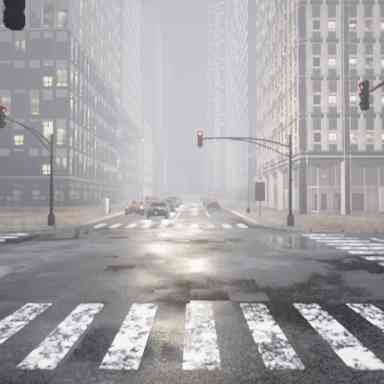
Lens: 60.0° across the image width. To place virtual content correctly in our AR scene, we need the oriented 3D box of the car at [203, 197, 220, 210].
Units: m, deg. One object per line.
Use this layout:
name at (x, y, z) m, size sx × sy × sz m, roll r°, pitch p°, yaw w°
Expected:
car at (2.855, 1.670, 44.915) m, size 1.802 × 1.307 × 4.206 m, roll 1°, pitch 0°, yaw 0°

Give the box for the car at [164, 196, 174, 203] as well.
car at (-5.411, 1.705, 78.333) m, size 2.008 × 1.369 × 4.403 m, roll 1°, pitch 0°, yaw 0°

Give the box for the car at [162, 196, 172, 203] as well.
car at (-5.430, 1.688, 72.757) m, size 1.887 × 1.381 × 4.507 m, roll 1°, pitch 0°, yaw 0°

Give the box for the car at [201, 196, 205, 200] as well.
car at (2.895, 1.636, 56.241) m, size 1.752 × 1.417 × 4.829 m, roll 1°, pitch 0°, yaw 0°

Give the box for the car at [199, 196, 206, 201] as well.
car at (3.026, 1.734, 95.111) m, size 1.887 × 1.381 × 4.507 m, roll 1°, pitch 0°, yaw 0°

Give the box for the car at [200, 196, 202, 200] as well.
car at (2.913, 1.687, 61.648) m, size 1.947 × 1.339 × 4.313 m, roll 1°, pitch 0°, yaw 0°

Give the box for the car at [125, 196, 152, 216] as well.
car at (-5.560, 1.506, 33.732) m, size 1.967 × 1.590 × 4.097 m, roll 1°, pitch 0°, yaw 0°

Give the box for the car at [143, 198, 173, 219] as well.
car at (-2.997, 1.564, 30.271) m, size 1.837 × 1.490 × 4.892 m, roll 0°, pitch 0°, yaw 0°

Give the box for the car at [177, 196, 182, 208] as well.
car at (-2.930, 1.448, 48.742) m, size 2.097 × 1.767 × 4.553 m, roll 0°, pitch 0°, yaw 0°

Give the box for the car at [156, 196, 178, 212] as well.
car at (-2.965, 1.582, 39.687) m, size 1.837 × 1.490 × 4.892 m, roll 0°, pitch 0°, yaw 0°

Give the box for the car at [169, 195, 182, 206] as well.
car at (-2.858, 1.468, 58.397) m, size 2.097 × 1.767 × 4.553 m, roll 0°, pitch 0°, yaw 1°

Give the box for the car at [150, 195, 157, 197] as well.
car at (-5.520, 1.403, 44.882) m, size 2.192 × 1.841 × 5.009 m, roll 1°, pitch 0°, yaw 0°
